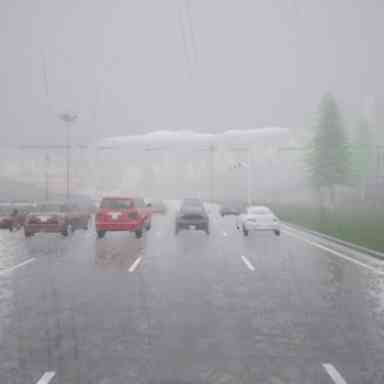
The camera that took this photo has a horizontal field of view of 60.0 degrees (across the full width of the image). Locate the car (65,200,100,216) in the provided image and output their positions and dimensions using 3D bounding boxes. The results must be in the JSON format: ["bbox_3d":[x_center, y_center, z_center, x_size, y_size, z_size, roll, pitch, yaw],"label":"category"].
[{"bbox_3d":[-10.481,1.508,32.132,1.994,1.385,4.181,0,0,0],"label":"car"}]

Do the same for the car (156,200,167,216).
[{"bbox_3d":[-3.484,1.508,32.363,1.994,1.385,4.181,0,0,-1],"label":"car"}]

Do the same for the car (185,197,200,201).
[{"bbox_3d":[0.014,1.299,32.085,2.097,1.767,4.553,0,0,0],"label":"car"}]

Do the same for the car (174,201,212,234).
[{"bbox_3d":[0.035,1.474,18.817,1.837,1.490,4.892,0,0,0],"label":"car"}]

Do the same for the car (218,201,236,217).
[{"bbox_3d":[3.534,1.512,30.645,1.994,1.385,4.181,0,0,0],"label":"car"}]

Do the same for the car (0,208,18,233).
[{"bbox_3d":[-10.460,1.568,19.437,1.895,1.301,4.718,0,0,1],"label":"car"}]

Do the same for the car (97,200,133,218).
[{"bbox_3d":[-6.969,1.495,30.651,2.033,1.411,5.357,0,0,0],"label":"car"}]

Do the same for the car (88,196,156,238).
[{"bbox_3d":[-3.475,1.194,17.725,2.150,2.045,5.566,0,0,0],"label":"car"}]

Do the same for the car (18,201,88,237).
[{"bbox_3d":[-6.976,1.321,17.828,2.097,1.767,4.553,0,0,0],"label":"car"}]

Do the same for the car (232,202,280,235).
[{"bbox_3d":[3.529,1.495,18.317,1.812,1.442,4.674,0,0,1],"label":"car"}]
